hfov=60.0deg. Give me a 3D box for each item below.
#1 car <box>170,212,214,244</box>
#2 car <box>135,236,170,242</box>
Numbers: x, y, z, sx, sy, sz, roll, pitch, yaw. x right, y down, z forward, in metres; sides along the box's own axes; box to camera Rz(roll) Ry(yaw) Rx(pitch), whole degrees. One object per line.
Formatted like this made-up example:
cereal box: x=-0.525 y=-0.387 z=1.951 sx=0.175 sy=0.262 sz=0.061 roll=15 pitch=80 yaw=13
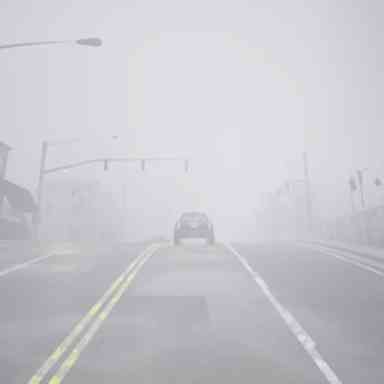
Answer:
car: x=0.098 y=2.001 z=18.781 sx=2.097 sy=1.767 sz=4.553 roll=0 pitch=-7 yaw=0
car: x=-4.258 y=5.545 z=36.531 sx=4.718 sy=1.301 sz=1.895 roll=-13 pitch=-18 yaw=43
